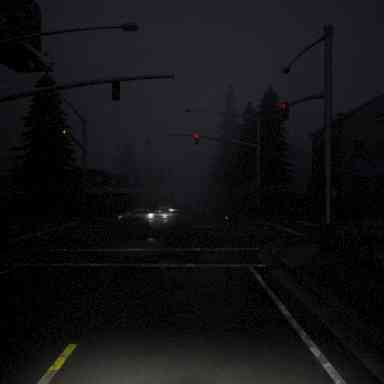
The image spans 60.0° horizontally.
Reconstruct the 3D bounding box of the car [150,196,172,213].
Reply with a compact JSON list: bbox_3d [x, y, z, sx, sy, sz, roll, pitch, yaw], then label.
[{"bbox_3d":[-3.600,1.505,37.429,1.837,1.490,4.892,0,0,0],"label":"car"}]

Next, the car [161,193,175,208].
[{"bbox_3d":[-3.589,1.221,47.894,2.150,2.045,5.566,0,0,1],"label":"car"}]
